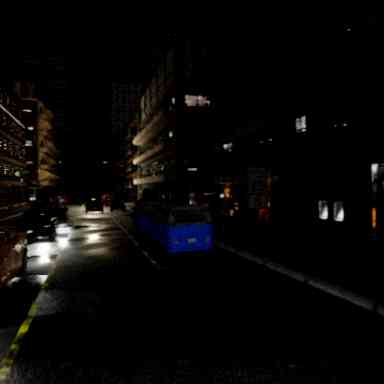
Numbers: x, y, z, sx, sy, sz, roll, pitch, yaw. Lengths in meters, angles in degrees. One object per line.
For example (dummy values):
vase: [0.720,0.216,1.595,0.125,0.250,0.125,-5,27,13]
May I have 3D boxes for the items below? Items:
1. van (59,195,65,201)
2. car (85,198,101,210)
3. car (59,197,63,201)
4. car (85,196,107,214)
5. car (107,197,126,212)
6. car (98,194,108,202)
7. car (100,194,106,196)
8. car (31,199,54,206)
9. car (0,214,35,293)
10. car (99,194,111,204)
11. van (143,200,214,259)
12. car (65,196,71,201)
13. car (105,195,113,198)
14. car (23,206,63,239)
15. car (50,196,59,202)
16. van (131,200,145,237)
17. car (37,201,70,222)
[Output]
van: [-21.692,1.588,52.853,1.690,1.788,3.998,-2,0,-17]
car: [-14.022,1.676,47.199,2.033,1.411,5.357,-1,0,-17]
car: [-20.042,1.782,47.499,2.008,1.369,4.403,-2,0,-17]
car: [-10.904,1.576,37.211,1.882,1.535,5.008,-1,0,-16]
car: [-8.767,1.638,39.211,1.802,1.307,4.206,-2,0,-17]
car: [-21.925,1.498,82.053,2.192,1.841,5.009,-2,0,-17]
car: [-15.350,1.434,60.631,2.192,1.841,5.009,-2,0,-17]
car: [-16.754,1.782,36.789,1.802,1.307,4.206,-2,0,-17]
car: [-5.147,1.548,7.699,1.882,1.535,5.008,-1,0,-17]
car: [-18.638,1.466,71.342,2.192,1.841,5.009,-2,0,-17]
van: [-0.556,1.320,12.431,1.690,1.788,3.998,-2,0,-17]
car: [-25.003,1.594,63.557,2.192,1.841,5.009,-2,0,-17]
car: [-12.106,1.613,50.084,1.752,1.417,4.829,-2,0,-17]
car: [-8.097,1.661,17.317,1.994,1.385,4.181,-1,0,-17]
car: [-18.402,1.656,42.143,1.967,1.590,4.097,-2,0,-17]
van: [-2.199,1.336,17.787,1.690,1.788,3.998,-2,0,-17]
car: [-11.101,1.726,27.152,1.895,1.301,4.718,-1,0,-17]
